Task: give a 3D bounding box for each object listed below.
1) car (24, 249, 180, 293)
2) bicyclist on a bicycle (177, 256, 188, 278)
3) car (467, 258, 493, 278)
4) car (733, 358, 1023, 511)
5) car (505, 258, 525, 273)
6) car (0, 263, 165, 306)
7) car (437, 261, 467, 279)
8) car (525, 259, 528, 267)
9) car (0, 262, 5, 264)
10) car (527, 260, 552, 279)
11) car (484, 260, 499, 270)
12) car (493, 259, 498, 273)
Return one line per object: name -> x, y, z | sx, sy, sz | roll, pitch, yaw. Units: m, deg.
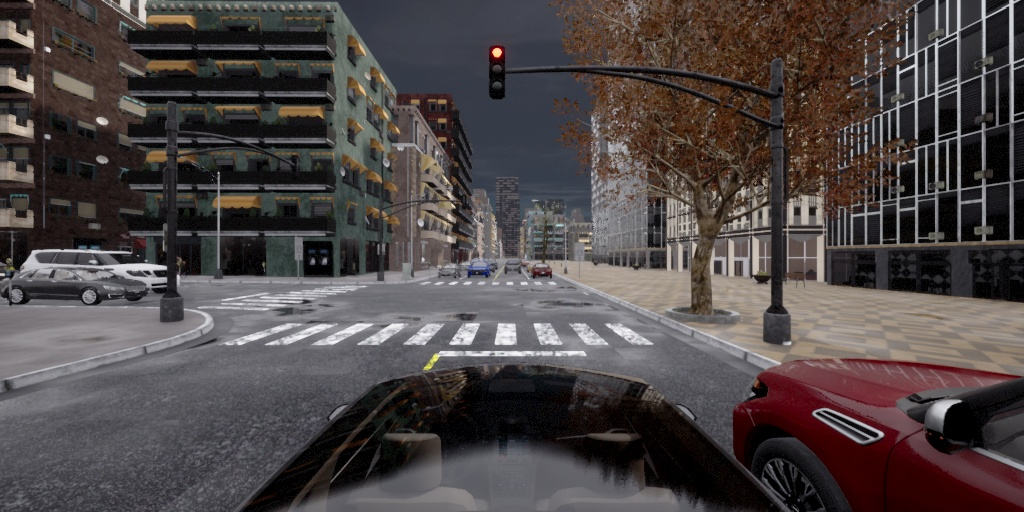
car -> -18.432, 0.738, 16.164 | 5.566, 2.045, 2.150 | 1, 0, -1
bicyclist on a bicycle -> -23.177, 0.761, 24.854 | 0.582, 1.620, 1.656 | 1, 0, -1
car -> -3.104, 1.241, 34.302 | 1.882, 1.535, 5.008 | 0, 0, 0
car -> 2.691, 1.065, 0.631 | 2.192, 1.841, 5.009 | 0, 0, 0
car -> 0.087, 1.262, 42.900 | 2.128, 1.511, 4.902 | 0, 0, 0
car -> -16.439, 1.091, 13.596 | 4.403, 1.370, 2.007 | 0, 0, -1
car -> -5.700, 1.312, 33.015 | 2.007, 1.370, 4.403 | 0, 0, 0
car -> 2.676, 1.297, 44.253 | 1.751, 1.417, 4.829 | 0, 0, 0
car -> -33.196, 0.869, 21.801 | 4.403, 1.370, 2.007 | 0, 0, -1
car -> 2.680, 1.307, 33.018 | 1.888, 1.381, 4.507 | 0, 0, 0
car -> -3.101, 1.332, 54.665 | 2.033, 1.411, 5.357 | 0, 0, 0
car -> -3.104, 1.336, 44.301 | 1.994, 1.385, 4.181 | 0, 0, 0
